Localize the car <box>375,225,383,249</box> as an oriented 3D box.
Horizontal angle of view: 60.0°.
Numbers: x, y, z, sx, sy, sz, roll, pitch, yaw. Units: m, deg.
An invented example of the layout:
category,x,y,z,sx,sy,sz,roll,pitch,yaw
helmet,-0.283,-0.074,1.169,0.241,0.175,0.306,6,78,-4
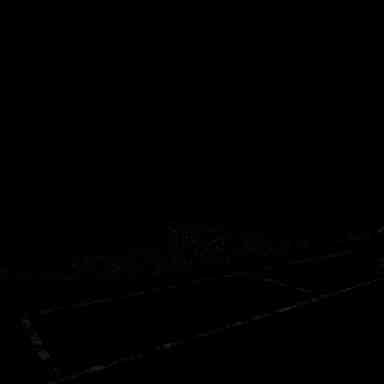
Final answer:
category,x,y,z,sx,sy,sz,roll,pitch,yaw
car,8.935,1.423,13.006,4.097,1.590,1.967,0,-1,-35
